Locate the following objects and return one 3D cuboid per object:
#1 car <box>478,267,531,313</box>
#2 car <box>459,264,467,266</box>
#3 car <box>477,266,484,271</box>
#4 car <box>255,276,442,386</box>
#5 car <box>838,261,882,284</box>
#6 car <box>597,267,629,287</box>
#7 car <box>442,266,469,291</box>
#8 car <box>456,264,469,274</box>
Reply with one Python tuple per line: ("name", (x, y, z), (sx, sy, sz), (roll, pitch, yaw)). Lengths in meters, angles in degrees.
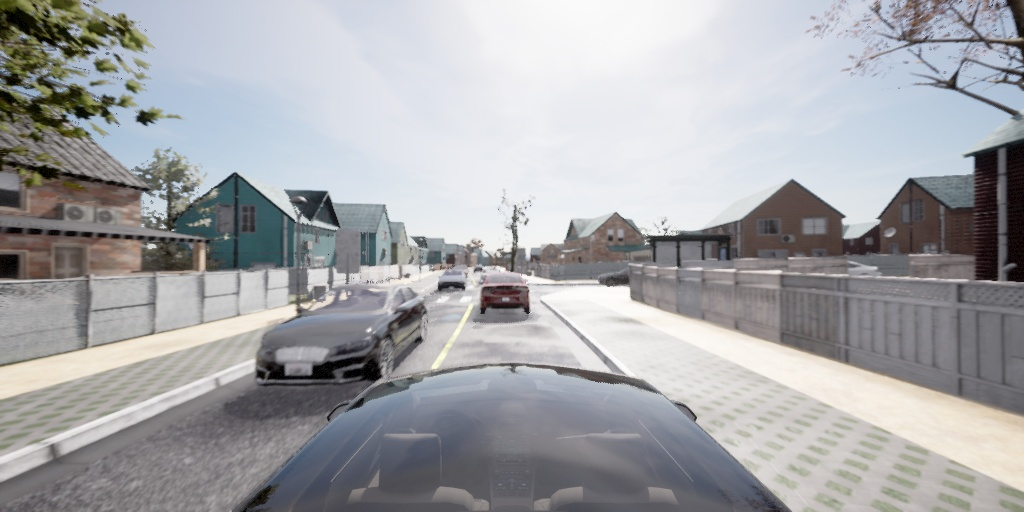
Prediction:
("car", (-0.341, 1.411, 15.067), (1.882, 1.535, 5.008), (0, -1, -3))
("car", (-6.218, 1.892, 42.913), (1.812, 1.442, 4.674), (0, -1, -7))
("car", (-1.892, 1.787, 32.523), (1.895, 1.301, 4.718), (0, -1, -7))
("car", (-2.991, 1.324, 7.363), (2.128, 1.511, 4.902), (0, -1, -2))
("car", (18.422, 0.998, 20.924), (4.674, 1.442, 1.812), (-2, -1, 13))
("car", (7.904, 1.295, 23.170), (4.674, 1.442, 1.812), (-1, -1, 10))
("car", (-4.038, 1.631, 25.098), (2.033, 1.411, 5.357), (0, -1, -5))
("car", (-8.524, 2.210, 62.303), (2.128, 1.511, 4.902), (0, -1, -5))
